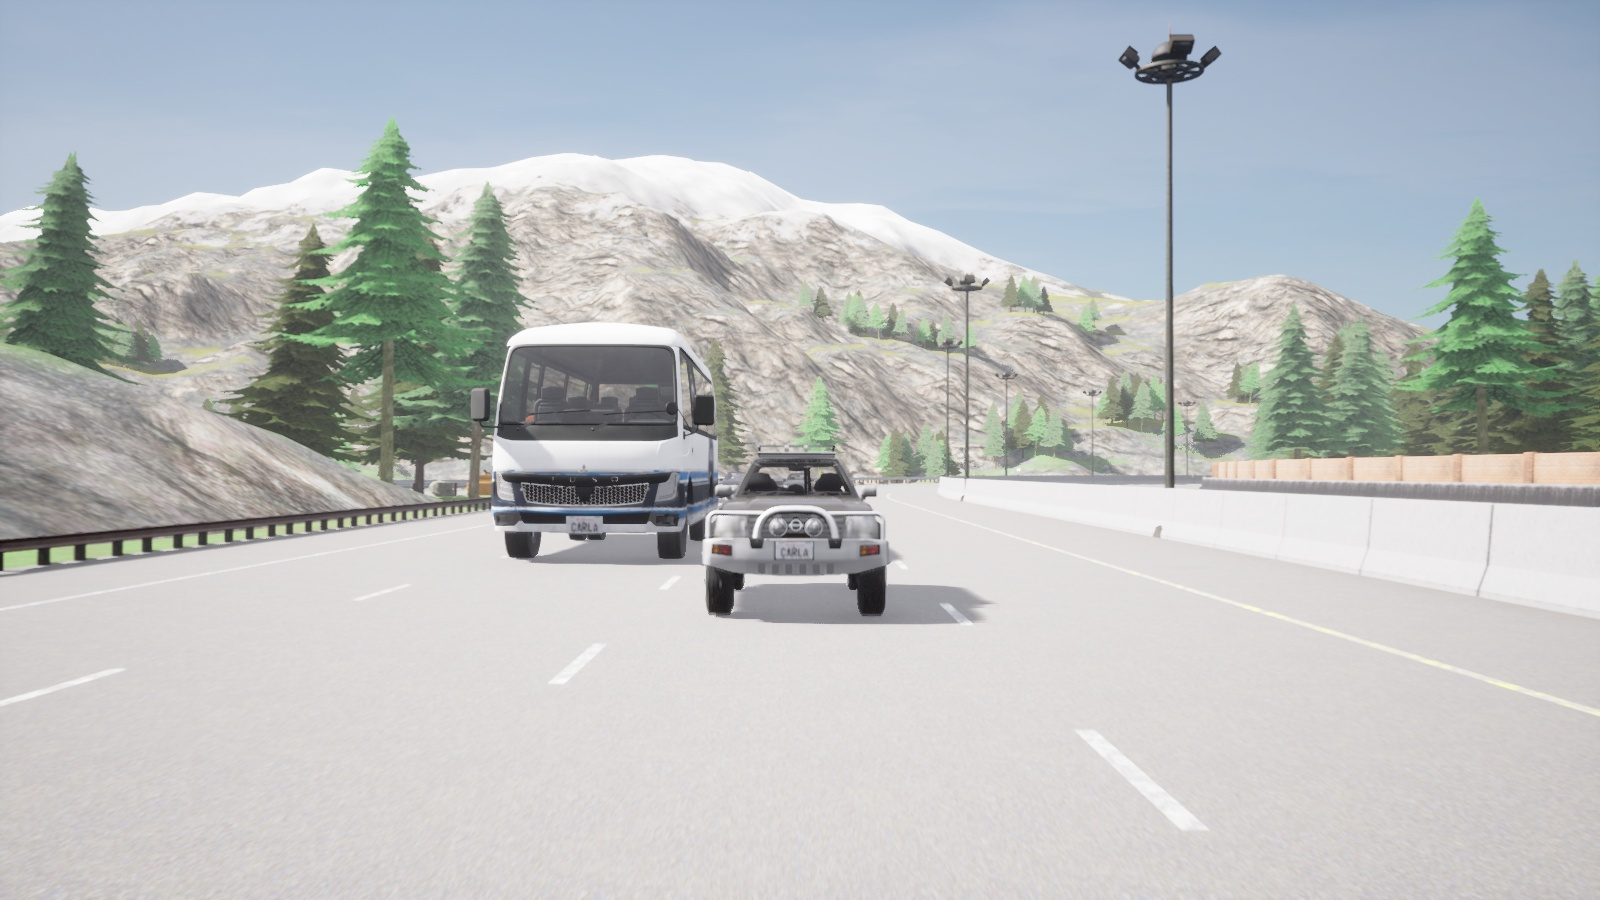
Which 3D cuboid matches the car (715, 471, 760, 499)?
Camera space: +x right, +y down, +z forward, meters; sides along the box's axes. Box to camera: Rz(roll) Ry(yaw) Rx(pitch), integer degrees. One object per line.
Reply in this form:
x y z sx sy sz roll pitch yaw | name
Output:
-3.557 1.998 72.501 2.128 1.511 4.902 0 -1 2 | car

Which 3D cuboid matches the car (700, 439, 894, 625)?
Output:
-0.037 0.882 14.849 1.932 1.855 4.605 0 -2 0 | car

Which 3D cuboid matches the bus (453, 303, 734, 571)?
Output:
-3.567 -0.127 25.157 3.944 4.253 10.273 0 -1 0 | bus
